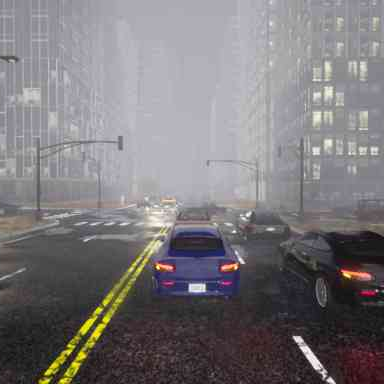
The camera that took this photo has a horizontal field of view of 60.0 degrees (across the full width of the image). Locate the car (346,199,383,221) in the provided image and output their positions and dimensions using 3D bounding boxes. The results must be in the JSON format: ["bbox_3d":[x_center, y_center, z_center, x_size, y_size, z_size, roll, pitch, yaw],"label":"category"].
[{"bbox_3d":[16.158,1.520,27.904,5.009,1.841,2.192,1,0,1],"label":"car"}]

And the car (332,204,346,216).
[{"bbox_3d":[16.435,1.677,33.684,4.181,1.385,1.994,0,1,1],"label":"car"}]

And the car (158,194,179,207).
[{"bbox_3d":[-3.421,1.442,49.218,1.882,1.535,5.008,0,0,0],"label":"car"}]

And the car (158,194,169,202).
[{"bbox_3d":[-6.622,1.285,76.836,2.097,1.767,4.553,0,0,0],"label":"car"}]

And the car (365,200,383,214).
[{"bbox_3d":[21.754,1.643,36.199,4.829,1.417,1.752,1,0,1],"label":"car"}]

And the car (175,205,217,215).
[{"bbox_3d":[0.075,1.591,17.321,1.895,1.301,4.718,0,0,0],"label":"car"}]

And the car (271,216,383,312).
[{"bbox_3d":[3.340,1.522,7.590,1.812,1.442,4.674,0,0,0],"label":"car"}]

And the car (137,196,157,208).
[{"bbox_3d":[-6.673,1.513,47.819,2.033,1.411,5.357,0,0,0],"label":"car"}]

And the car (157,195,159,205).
[{"bbox_3d":[-6.672,1.460,57.557,1.837,1.490,4.892,0,0,0],"label":"car"}]

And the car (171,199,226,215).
[{"bbox_3d":[0.789,1.631,30.492,4.718,1.301,1.895,0,1,-36],"label":"car"}]

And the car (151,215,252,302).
[{"bbox_3d":[0.088,1.522,8.155,1.812,1.442,4.674,0,0,0],"label":"car"}]

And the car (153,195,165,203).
[{"bbox_3d":[-6.630,1.448,66.911,1.837,1.490,4.892,0,0,0],"label":"car"}]

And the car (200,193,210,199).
[{"bbox_3d":[3.126,1.144,78.702,2.150,2.045,5.566,0,0,0],"label":"car"}]

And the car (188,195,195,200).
[{"bbox_3d":[-0.125,1.467,78.959,2.033,1.411,5.357,0,0,0],"label":"car"}]

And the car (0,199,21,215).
[{"bbox_3d":[-18.509,1.358,30.991,4.892,1.490,1.837,1,1,2],"label":"car"}]

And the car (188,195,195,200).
[{"bbox_3d":[-0.141,1.505,89.114,1.895,1.301,4.718,0,0,0],"label":"car"}]

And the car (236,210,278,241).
[{"bbox_3d":[3.329,1.555,16.159,1.994,1.385,4.181,0,0,-1],"label":"car"}]

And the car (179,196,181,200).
[{"bbox_3d":[-3.420,1.555,58.596,1.895,1.301,4.718,0,0,0],"label":"car"}]

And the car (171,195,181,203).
[{"bbox_3d":[-3.360,1.418,69.124,1.882,1.535,5.008,0,0,0],"label":"car"}]
